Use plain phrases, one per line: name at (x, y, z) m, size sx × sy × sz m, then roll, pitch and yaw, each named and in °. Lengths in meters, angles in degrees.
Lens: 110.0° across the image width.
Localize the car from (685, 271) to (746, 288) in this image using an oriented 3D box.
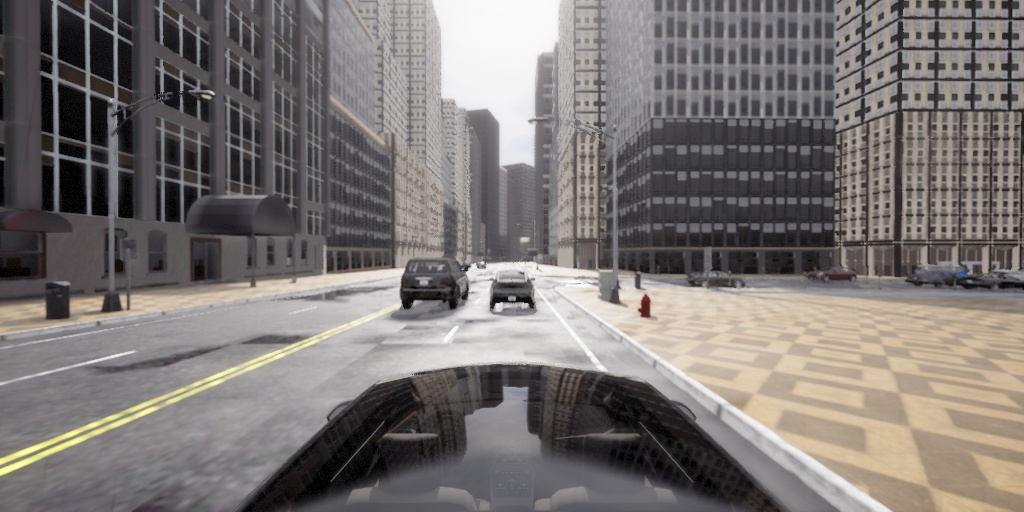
car at (15.931, 1.824, 28.156) m, size 4.403 × 1.370 × 2.007 m, roll 0°, pitch 0°, yaw -1°

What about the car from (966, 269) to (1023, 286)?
car at (46.940, 2.071, 34.338) m, size 4.674 × 1.442 × 1.812 m, roll 1°, pitch 0°, yaw 0°

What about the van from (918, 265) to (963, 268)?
van at (44.047, 1.838, 36.997) m, size 3.998 × 1.789 × 1.690 m, roll 0°, pitch 0°, yaw -1°

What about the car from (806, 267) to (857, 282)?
car at (32.765, 1.825, 36.864) m, size 4.097 × 1.591 × 1.967 m, roll 0°, pitch 0°, yaw -1°

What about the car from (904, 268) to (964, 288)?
car at (37.617, 2.020, 31.223) m, size 5.357 × 1.411 × 2.033 m, roll 1°, pitch 0°, yaw -1°

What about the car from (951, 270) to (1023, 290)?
car at (38.496, 2.065, 28.549) m, size 4.313 × 1.339 × 1.948 m, roll 0°, pitch 0°, yaw -1°

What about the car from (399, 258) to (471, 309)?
car at (-3.240, 1.099, 15.884) m, size 2.150 × 2.045 × 5.566 m, roll 0°, pitch 0°, yaw 0°

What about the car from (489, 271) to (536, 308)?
car at (0.015, 1.393, 16.152) m, size 1.837 × 1.490 × 4.892 m, roll 0°, pitch 0°, yaw 0°
